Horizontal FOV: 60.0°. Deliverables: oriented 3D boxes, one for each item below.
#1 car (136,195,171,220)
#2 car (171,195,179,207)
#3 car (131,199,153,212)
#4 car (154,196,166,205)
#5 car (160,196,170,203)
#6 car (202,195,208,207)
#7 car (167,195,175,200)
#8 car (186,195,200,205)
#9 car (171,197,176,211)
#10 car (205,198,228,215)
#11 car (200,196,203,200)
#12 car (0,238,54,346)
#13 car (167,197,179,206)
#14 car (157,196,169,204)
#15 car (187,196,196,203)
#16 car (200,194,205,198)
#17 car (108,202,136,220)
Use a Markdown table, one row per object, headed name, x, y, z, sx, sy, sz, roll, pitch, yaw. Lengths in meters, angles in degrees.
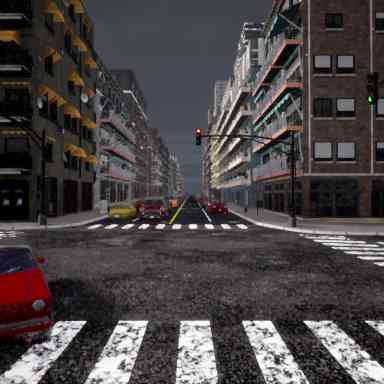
| name | x | y | z | sx | sy | sz | roll | pitch | yaw |
| --- | --- | --- | --- | --- | --- | --- | --- | --- | --- |
| car | -3.147 | 1.359 | 28.069 | 2.097 | 1.767 | 4.553 | 0 | 0 | -1 |
| car | -3.213 | 1.365 | 47.350 | 2.097 | 1.767 | 4.553 | 0 | 0 | 0 |
| car | -5.784 | 1.555 | 39.034 | 1.887 | 1.381 | 4.507 | 1 | 0 | 0 |
| car | -5.841 | 1.544 | 60.958 | 1.752 | 1.417 | 4.829 | 1 | 0 | 0 |
| car | -5.870 | 1.568 | 72.175 | 1.887 | 1.381 | 4.507 | 1 | 0 | 0 |
| car | 2.598 | 1.450 | 39.042 | 1.967 | 1.590 | 4.097 | 1 | 0 | 0 |
| car | -5.926 | 1.587 | 94.268 | 2.008 | 1.369 | 4.403 | 1 | 0 | 0 |
| car | -0.050 | 1.495 | 57.822 | 1.882 | 1.535 | 5.008 | 0 | 0 | 0 |
| car | -3.198 | 1.557 | 37.561 | 2.033 | 1.411 | 5.357 | 0 | 0 | 0 |
| car | 2.611 | 1.553 | 33.518 | 1.887 | 1.381 | 4.507 | 1 | 0 | 0 |
| car | 2.568 | 1.596 | 50.089 | 1.802 | 1.307 | 4.206 | 1 | 0 | 0 |
| car | -3.704 | 1.603 | 6.015 | 1.895 | 1.301 | 4.718 | 0 | 0 | -28 |
| car | -3.209 | 1.617 | 57.209 | 1.895 | 1.301 | 4.718 | 0 | 0 | 0 |
| car | -5.856 | 1.572 | 66.652 | 2.008 | 1.369 | 4.403 | 1 | 0 | 0 |
| car | -0.080 | 1.530 | 69.843 | 1.837 | 1.490 | 4.892 | 0 | 0 | 0 |
| car | 2.789 | 1.380 | 81.831 | 2.097 | 1.767 | 4.553 | 0 | 0 | 0 |
| car | -5.754 | 1.532 | 27.818 | 1.752 | 1.417 | 4.829 | 1 | 0 | 0 |
